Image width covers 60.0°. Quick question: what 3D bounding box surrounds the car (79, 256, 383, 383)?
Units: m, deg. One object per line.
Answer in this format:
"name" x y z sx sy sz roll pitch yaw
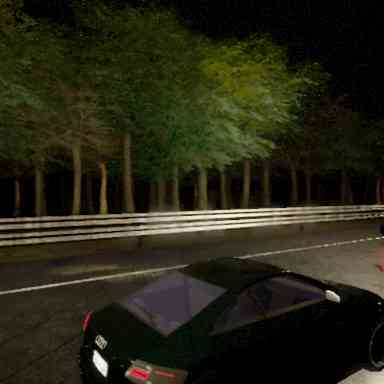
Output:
"car" 0.790 1.565 4.255 4.181 1.385 1.994 0 0 -35

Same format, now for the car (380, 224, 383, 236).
"car" 10.701 1.634 15.139 4.718 1.301 1.895 0 0 -33
